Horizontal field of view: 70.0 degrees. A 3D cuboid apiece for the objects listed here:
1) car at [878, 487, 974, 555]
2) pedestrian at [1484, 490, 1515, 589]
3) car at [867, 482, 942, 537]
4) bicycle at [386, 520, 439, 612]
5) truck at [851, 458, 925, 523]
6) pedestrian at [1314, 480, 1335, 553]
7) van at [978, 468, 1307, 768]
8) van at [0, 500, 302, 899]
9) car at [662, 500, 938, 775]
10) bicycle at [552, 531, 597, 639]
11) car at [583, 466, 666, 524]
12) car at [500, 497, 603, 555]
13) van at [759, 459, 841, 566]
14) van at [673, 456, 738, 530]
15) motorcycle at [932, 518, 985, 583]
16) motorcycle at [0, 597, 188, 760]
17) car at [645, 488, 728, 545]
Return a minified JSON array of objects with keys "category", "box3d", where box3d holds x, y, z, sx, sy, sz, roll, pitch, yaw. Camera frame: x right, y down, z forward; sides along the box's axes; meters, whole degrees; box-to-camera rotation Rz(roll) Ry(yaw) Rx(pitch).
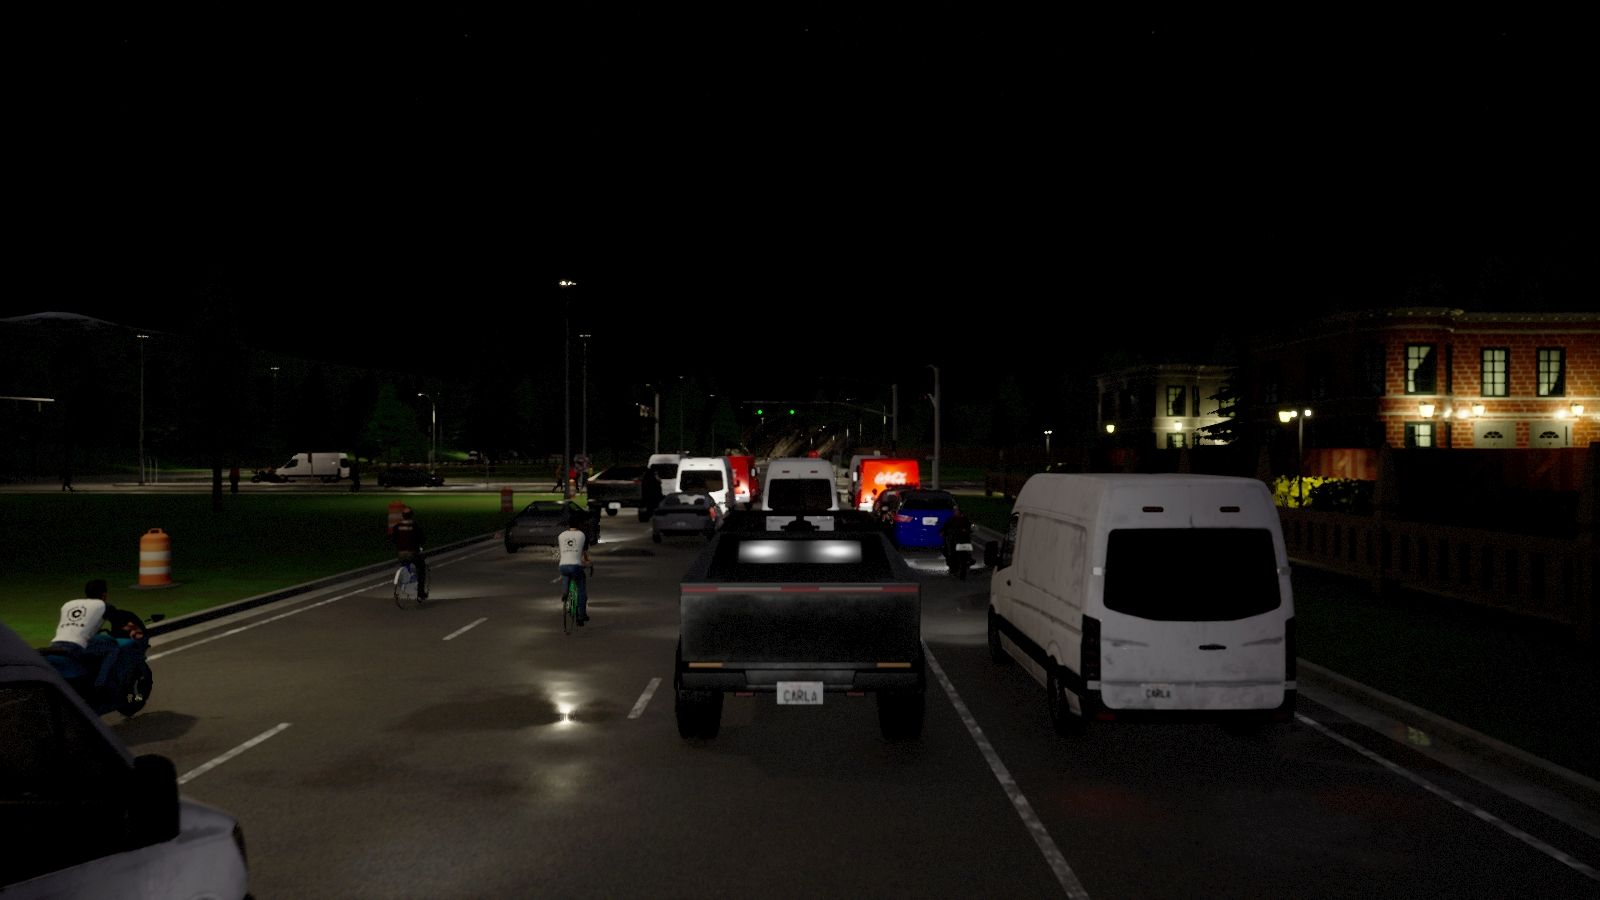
[{"category":"car","box3d":[3.501,1.968,32.708,2.242,1.667,4.611,0,0,0]},{"category":"pedestrian","box3d":[13.370,1.698,21.838,0.375,1.860,0.375,0,0,1]},{"category":"car","box3d":[3.501,1.986,39.233,2.097,1.638,5.238,0,0,0]},{"category":"bicycle","box3d":[-7.005,2.062,20.717,0.329,1.471,1.835,0,0,0]},{"category":"truck","box3d":[3.499,1.575,46.472,2.627,2.467,5.204,0,0,0]},{"category":"pedestrian","box3d":[13.445,1.699,29.269,0.375,1.860,0.375,0,0,1]},{"category":"van","box3d":[3.497,1.536,13.070,1.988,2.561,5.915,0,0,0]},{"category":"van","box3d":[-3.505,1.535,2.799,1.988,2.561,5.915,0,0,0]},{"category":"car","box3d":[0.001,1.755,12.999,2.390,2.098,6.274,0,0,0]},{"category":"bicycle","box3d":[-3.499,2.058,17.800,0.373,1.496,1.643,0,0,0]},{"category":"car","box3d":[-7.000,1.758,46.231,2.390,2.098,6.274,0,0,0]},{"category":"car","box3d":[-7.010,2.121,32.628,1.994,1.385,4.181,0,0,1]},{"category":"van","box3d":[-0.003,1.538,30.741,1.988,2.561,5.915,0,0,0]},{"category":"van","box3d":[-3.504,1.539,43.423,1.988,2.561,5.915,0,0,0]},{"category":"motorcycle","box3d":[3.501,2.207,25.421,0.867,1.251,2.209,0,0,0]},{"category":"motorcycle","box3d":[-6.999,2.187,11.306,0.803,1.199,2.033,0,0,0]},{"category":"car","box3d":[-3.495,2.038,36.137,2.097,1.535,5.006,0,0,0]}]
